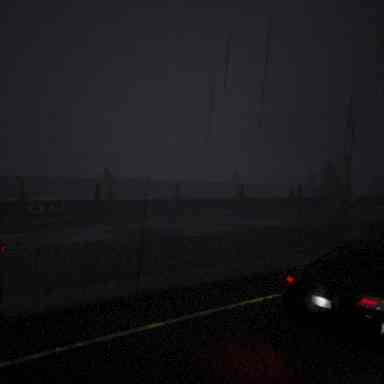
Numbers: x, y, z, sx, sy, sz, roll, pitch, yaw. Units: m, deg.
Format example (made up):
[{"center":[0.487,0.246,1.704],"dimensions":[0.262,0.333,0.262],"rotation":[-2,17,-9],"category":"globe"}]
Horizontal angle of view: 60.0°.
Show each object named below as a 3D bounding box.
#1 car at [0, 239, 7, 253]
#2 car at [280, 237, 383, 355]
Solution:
[{"center":[-6.611,1.543,7.695],"dimensions":[4.181,1.385,1.994],"rotation":[0,0,-35],"category":"car"},{"center":[3.540,1.510,5.768],"dimensions":[4.181,1.385,1.994],"rotation":[-1,0,-32],"category":"car"}]
